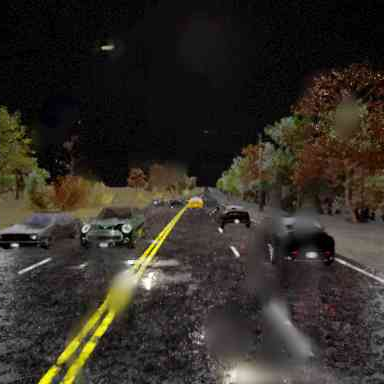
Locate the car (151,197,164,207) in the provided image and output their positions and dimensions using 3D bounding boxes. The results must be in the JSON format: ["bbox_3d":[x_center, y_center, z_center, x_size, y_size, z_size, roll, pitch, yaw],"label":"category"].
[{"bbox_3d":[-5.788,1.628,55.650,2.128,1.511,4.902,0,0,2],"label":"car"}]

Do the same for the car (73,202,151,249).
[{"bbox_3d":[-3.286,1.399,14.713,2.097,1.767,4.553,0,0,0],"label":"car"}]

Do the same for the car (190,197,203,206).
[{"bbox_3d":[0.866,1.636,59.322,2.128,1.511,4.902,0,0,2],"label":"car"}]

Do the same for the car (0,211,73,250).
[{"bbox_3d":[-6.540,1.595,14.962,2.033,1.411,5.357,0,0,0],"label":"car"}]

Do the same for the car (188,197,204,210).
[{"bbox_3d":[0.527,1.599,44.931,1.882,1.535,5.008,0,-1,2],"label":"car"}]

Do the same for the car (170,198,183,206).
[{"bbox_3d":[-2.520,1.702,56.113,1.994,1.385,4.181,0,0,2],"label":"car"}]

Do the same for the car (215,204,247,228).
[{"bbox_3d":[2.801,1.577,22.947,1.837,1.490,4.892,0,0,1],"label":"car"}]

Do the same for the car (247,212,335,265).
[{"bbox_3d":[3.396,1.546,11.864,1.837,1.490,4.892,0,0,0],"label":"car"}]
